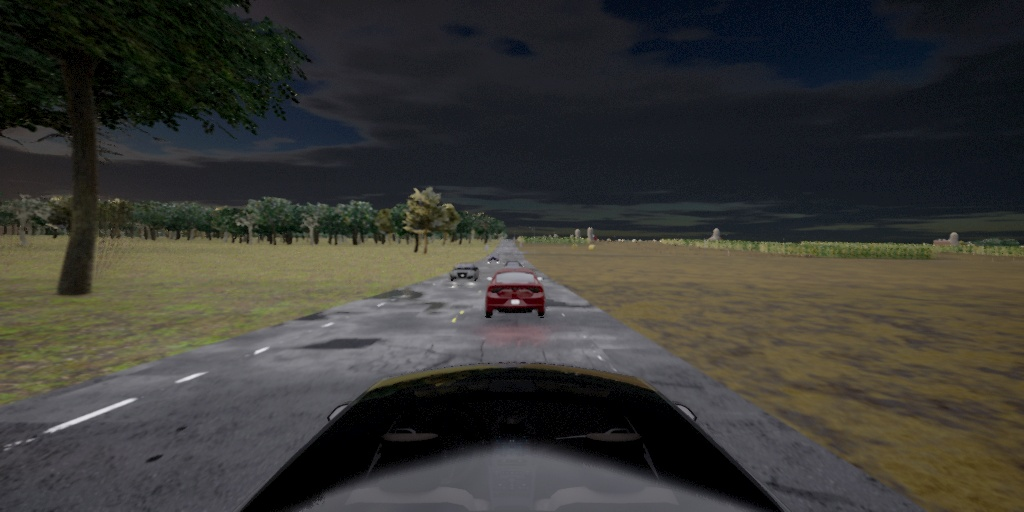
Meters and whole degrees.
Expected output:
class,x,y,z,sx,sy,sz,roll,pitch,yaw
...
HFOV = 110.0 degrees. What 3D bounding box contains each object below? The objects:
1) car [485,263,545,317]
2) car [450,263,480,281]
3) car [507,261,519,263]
class,x,y,z,sx,sy,sz,roll,pitch,yaw
car,0.099,1.192,13.000,1.882,1.535,5.008,0,0,0
car,-3.599,1.206,27.983,1.994,1.385,4.181,0,0,0
car,0.095,1.156,33.815,1.994,1.385,4.181,0,1,0
